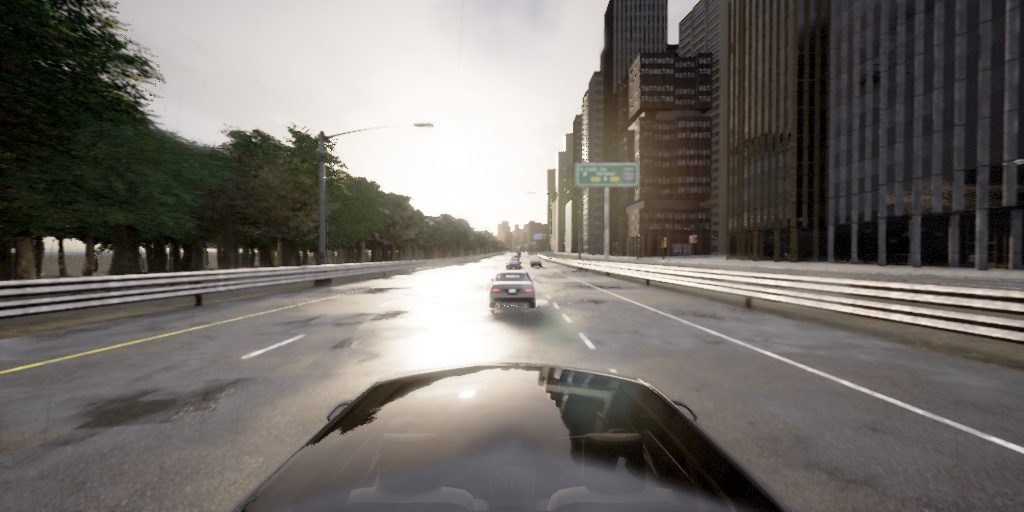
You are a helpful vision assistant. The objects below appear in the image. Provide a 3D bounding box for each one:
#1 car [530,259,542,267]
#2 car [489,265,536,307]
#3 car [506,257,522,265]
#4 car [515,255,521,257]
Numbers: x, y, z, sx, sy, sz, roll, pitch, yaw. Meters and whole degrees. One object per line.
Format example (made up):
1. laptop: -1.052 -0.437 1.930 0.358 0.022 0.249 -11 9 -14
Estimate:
1. car: 3.985 1.213 60.264 1.895 1.301 4.718 0 0 1
2. car: 0.025 1.298 15.435 2.033 1.411 5.357 0 0 0
3. car: 0.200 1.226 43.407 1.812 1.442 4.674 0 0 1
4. car: 0.406 1.107 61.935 1.837 1.490 4.892 0 0 1
